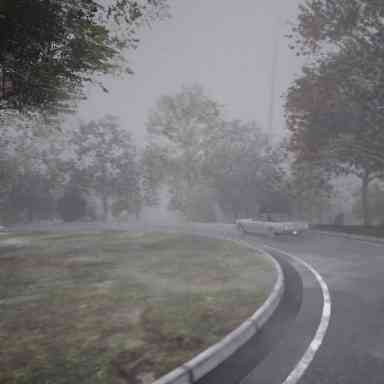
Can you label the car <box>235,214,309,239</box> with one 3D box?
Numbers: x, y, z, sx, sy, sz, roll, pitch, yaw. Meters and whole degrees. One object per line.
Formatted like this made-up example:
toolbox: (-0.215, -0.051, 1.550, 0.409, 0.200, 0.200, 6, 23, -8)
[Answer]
car: (4.537, 1.949, 19.842, 1.895, 1.301, 4.718, 0, -1, -27)
